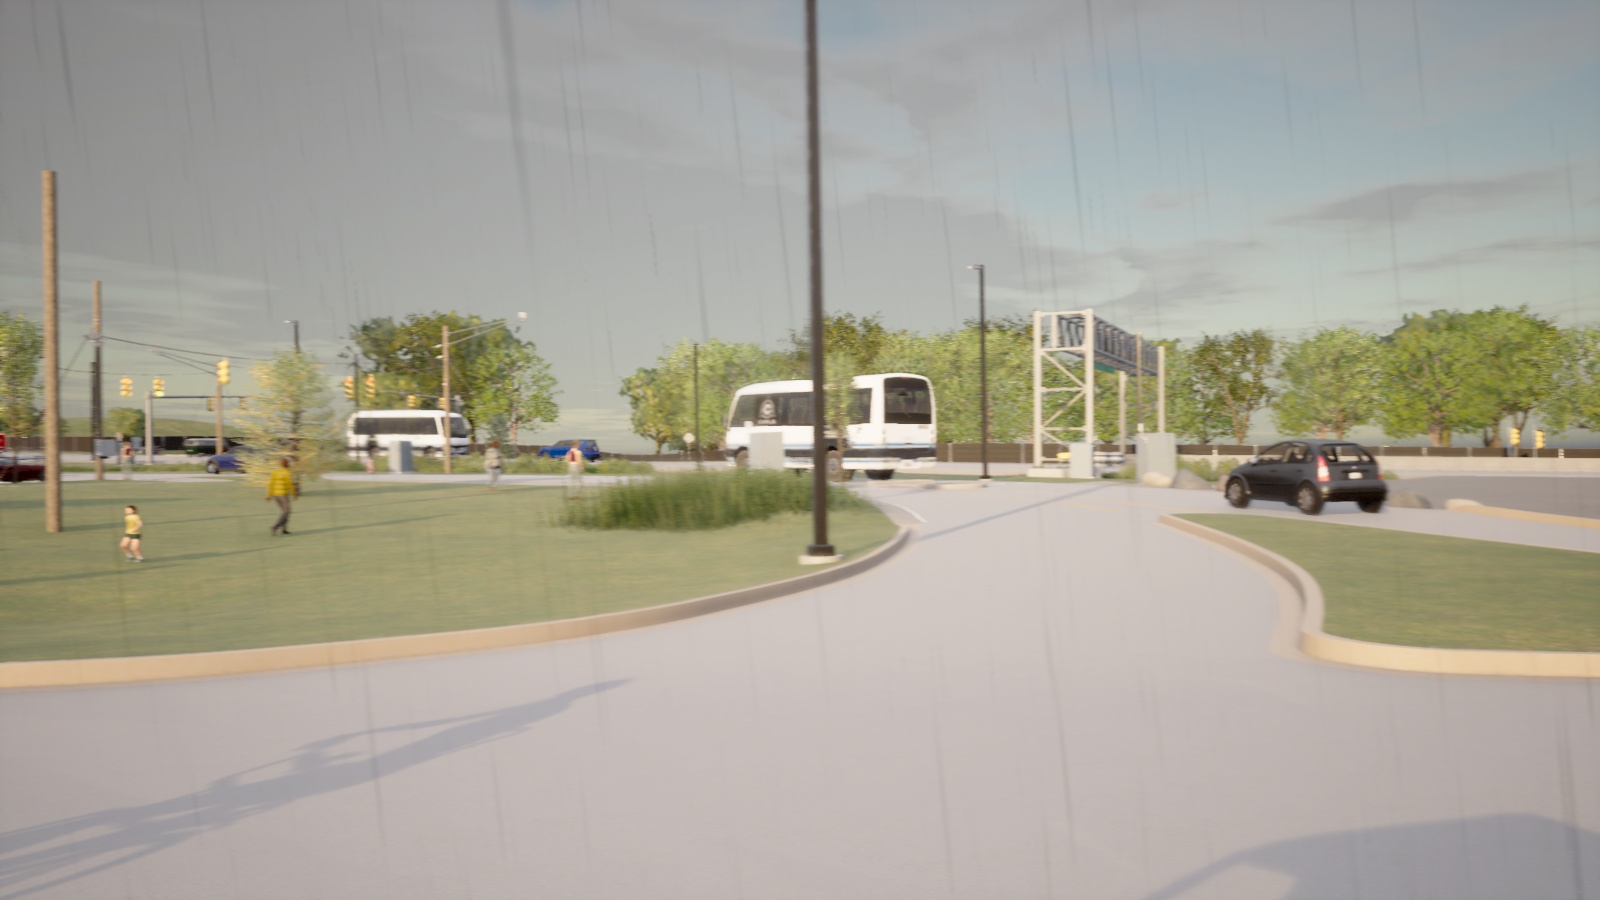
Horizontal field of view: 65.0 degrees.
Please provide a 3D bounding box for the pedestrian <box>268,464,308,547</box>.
[{"bbox_3d":[-11.608,1.246,28.461,0.370,1.835,0.726,-2,0,22],"label":"pedestrian"}]

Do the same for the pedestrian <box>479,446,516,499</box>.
[{"bbox_3d":[-10.835,0.804,44.989,0.900,1.855,0.874,-3,0,25],"label":"pedestrian"}]

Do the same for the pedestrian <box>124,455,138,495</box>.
[{"bbox_3d":[-31.447,1.183,59.025,0.594,1.836,0.345,-3,-1,42],"label":"pedestrian"}]

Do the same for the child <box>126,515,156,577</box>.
[{"bbox_3d":[-12.083,1.754,23.028,0.255,1.110,0.394,-2,0,18],"label":"child"}]

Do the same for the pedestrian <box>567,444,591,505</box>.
[{"bbox_3d":[-6.755,0.749,38.402,0.345,1.836,0.594,-3,0,32],"label":"pedestrian"}]

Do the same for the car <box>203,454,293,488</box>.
[{"bbox_3d":[-31.233,1.193,70.996,4.553,1.767,2.097,-2,0,24],"label":"car"}]

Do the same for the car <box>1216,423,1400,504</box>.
[{"bbox_3d":[11.370,0.279,28.400,1.851,1.617,3.988,-2,1,-13],"label":"car"}]

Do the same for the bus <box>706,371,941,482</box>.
[{"bbox_3d":[0.746,-0.863,53.008,3.944,4.253,10.273,-2,0,-41],"label":"bus"}]

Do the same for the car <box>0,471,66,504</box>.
[{"bbox_3d":[-35.422,1.704,55.873,1.895,1.301,4.718,-3,0,17],"label":"car"}]

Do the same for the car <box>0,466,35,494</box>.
[{"bbox_3d":[-44.997,1.701,69.526,4.792,1.488,2.163,-2,0,24],"label":"car"}]
